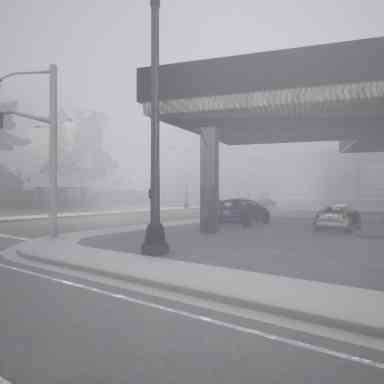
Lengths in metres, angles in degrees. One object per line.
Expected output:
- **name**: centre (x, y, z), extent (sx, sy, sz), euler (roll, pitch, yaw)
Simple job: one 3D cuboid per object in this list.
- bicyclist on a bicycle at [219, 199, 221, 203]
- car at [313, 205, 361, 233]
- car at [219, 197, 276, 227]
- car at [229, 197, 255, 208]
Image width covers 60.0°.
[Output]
- **bicyclist on a bicycle**: centre (2.531, 1.387, 29.695), extent (0.582, 1.620, 1.656), euler (0, -9, -36)
- **car**: centre (8.485, 1.456, 19.241), extent (1.970, 1.475, 3.806), euler (0, 0, 37)
- **car**: centre (3.411, 1.295, 22.040), extent (2.242, 1.667, 4.611), euler (0, 0, 37)
- **car**: centre (7.508, 1.505, 49.829), extent (1.837, 1.490, 4.892), euler (0, 0, 36)
